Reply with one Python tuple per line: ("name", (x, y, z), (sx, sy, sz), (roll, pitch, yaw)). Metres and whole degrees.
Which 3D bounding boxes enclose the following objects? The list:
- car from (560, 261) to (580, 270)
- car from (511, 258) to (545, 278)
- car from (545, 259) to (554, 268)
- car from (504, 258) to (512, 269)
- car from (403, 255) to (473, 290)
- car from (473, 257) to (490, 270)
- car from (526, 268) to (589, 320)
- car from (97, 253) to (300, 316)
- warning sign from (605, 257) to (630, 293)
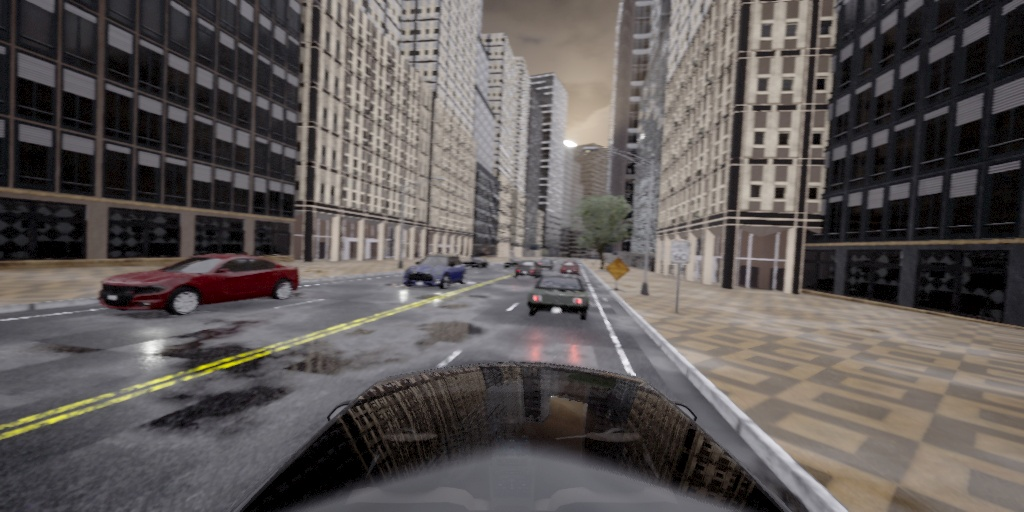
("car", (5.757, 1.233, 35.732), (1.812, 1.442, 4.674), (3, 1, 10))
("car", (1.380, 1.065, 29.575), (1.812, 1.442, 4.674), (3, 1, 10))
("car", (4.521, 1.065, 47.490), (2.033, 1.411, 5.357), (3, 1, 10))
("car", (0.294, 0.943, 42.770), (1.895, 1.301, 4.718), (3, 1, 10))
("car", (-3.949, 0.718, 19.114), (2.097, 1.767, 4.553), (3, 1, 10))
("car", (-3.829, 0.771, 38.338), (1.895, 1.301, 4.718), (3, 1, 11))
("car", (1.743, 1.336, 12.941), (1.895, 1.301, 4.718), (3, 1, 10))
("car", (-8.735, 0.679, 10.685), (1.882, 1.535, 5.008), (3, 1, 10))
("warning sign", (5.670, 0.990, 19.554), (1.300, 1.860, 1.060), (0, 0, 10))
